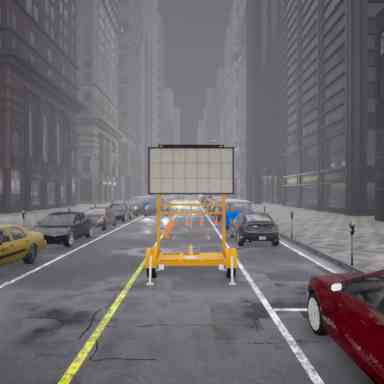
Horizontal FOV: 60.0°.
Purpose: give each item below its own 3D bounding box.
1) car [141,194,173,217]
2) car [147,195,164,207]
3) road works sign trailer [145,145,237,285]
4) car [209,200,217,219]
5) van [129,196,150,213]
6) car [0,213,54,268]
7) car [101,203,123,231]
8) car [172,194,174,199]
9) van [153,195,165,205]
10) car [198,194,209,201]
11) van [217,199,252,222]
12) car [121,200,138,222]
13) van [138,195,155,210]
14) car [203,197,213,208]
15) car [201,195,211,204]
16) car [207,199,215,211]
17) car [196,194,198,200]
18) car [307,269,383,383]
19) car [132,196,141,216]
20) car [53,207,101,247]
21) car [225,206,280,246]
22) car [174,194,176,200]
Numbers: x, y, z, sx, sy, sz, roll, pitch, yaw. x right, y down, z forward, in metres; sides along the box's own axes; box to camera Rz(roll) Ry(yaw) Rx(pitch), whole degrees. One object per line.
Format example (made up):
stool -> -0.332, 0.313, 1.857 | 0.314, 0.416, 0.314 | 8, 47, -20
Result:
car -> -3.171, 1.364, 30.946 | 2.097, 1.767, 4.553 | 0, 0, 0
car -> -5.891, 1.352, 54.496 | 2.192, 1.841, 5.009 | 0, 0, 0
road works sign trailer -> -0.021, 0.465, 9.456 | 2.380, 3.560, 2.880 | 0, 0, 0
car -> 2.700, 1.560, 26.349 | 2.008, 1.369, 4.403 | 0, 0, 0
van -> -5.851, 1.360, 37.587 | 1.690, 1.788, 3.998 | 0, 0, 0
car -> -5.785, 1.526, 9.233 | 1.752, 1.417, 4.829 | 0, 0, 0
car -> -5.811, 1.587, 20.677 | 1.802, 1.307, 4.206 | 0, 0, 0
car -> -5.943, 1.616, 77.042 | 1.887, 1.381, 4.507 | 0, 0, 0
van -> -5.904, 1.386, 60.132 | 1.690, 1.788, 3.998 | 0, 0, 0
car -> 2.621, 1.360, 60.167 | 2.192, 1.841, 5.009 | 0, 0, 0
van -> 2.713, 1.347, 20.713 | 1.690, 1.788, 3.998 | 0, 0, 0
car -> -5.825, 1.575, 26.313 | 1.947, 1.339, 4.313 | 0, 0, 0
van -> -5.865, 1.365, 43.223 | 1.690, 1.788, 3.998 | 0, 0, 0
car -> 2.674, 1.569, 37.622 | 2.008, 1.369, 4.403 | 0, 0, 0
car -> 2.648, 1.575, 48.894 | 1.887, 1.381, 4.507 | 0, 0, 0
car -> 2.687, 1.595, 31.986 | 1.802, 1.307, 4.206 | 0, 0, 0
car -> 2.568, 1.607, 82.882 | 1.752, 1.417, 4.829 | 0, 0, 0
car -> 2.753, 1.545, 3.804 | 1.887, 1.381, 4.507 | 0, 0, 0
car -> -5.838, 1.453, 31.950 | 1.967, 1.590, 4.097 | 0, 0, 0
car -> -5.798, 1.569, 15.040 | 1.947, 1.339, 4.313 | 0, 0, 0
car -> 2.727, 1.554, 15.077 | 2.008, 1.369, 4.403 | 0, 0, 0
car -> -5.969, 1.658, 88.315 | 1.947, 1.339, 4.313 | 0, 0, 0
